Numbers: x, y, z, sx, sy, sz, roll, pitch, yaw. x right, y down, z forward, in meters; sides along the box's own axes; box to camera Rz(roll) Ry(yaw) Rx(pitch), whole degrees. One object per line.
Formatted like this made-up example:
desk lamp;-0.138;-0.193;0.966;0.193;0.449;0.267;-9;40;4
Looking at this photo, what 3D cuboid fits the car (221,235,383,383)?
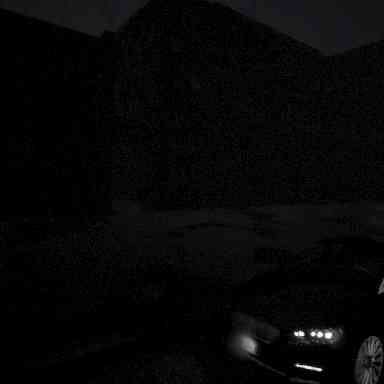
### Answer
car;2.651;1.498;5.267;4.902;1.511;2.128;0;0;-35
